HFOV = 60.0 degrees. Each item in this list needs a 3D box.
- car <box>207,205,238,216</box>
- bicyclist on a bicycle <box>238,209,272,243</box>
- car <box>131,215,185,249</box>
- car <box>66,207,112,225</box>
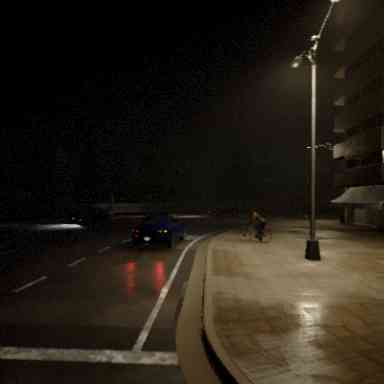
[{"bbox_3d":[4.311,2.533,46.461,4.902,1.511,2.128,2,-2,-38],"label":"car"},{"bbox_3d":[3.091,1.683,16.358,1.656,1.620,0.582,0,-1,9],"label":"bicyclist on a bicycle"},{"bbox_3d":[-1.565,1.843,16.380,1.812,1.442,4.674,1,-1,9],"label":"car"},{"bbox_3d":[-8.883,2.043,28.946,1.994,1.385,4.181,0,-1,24],"label":"car"}]
